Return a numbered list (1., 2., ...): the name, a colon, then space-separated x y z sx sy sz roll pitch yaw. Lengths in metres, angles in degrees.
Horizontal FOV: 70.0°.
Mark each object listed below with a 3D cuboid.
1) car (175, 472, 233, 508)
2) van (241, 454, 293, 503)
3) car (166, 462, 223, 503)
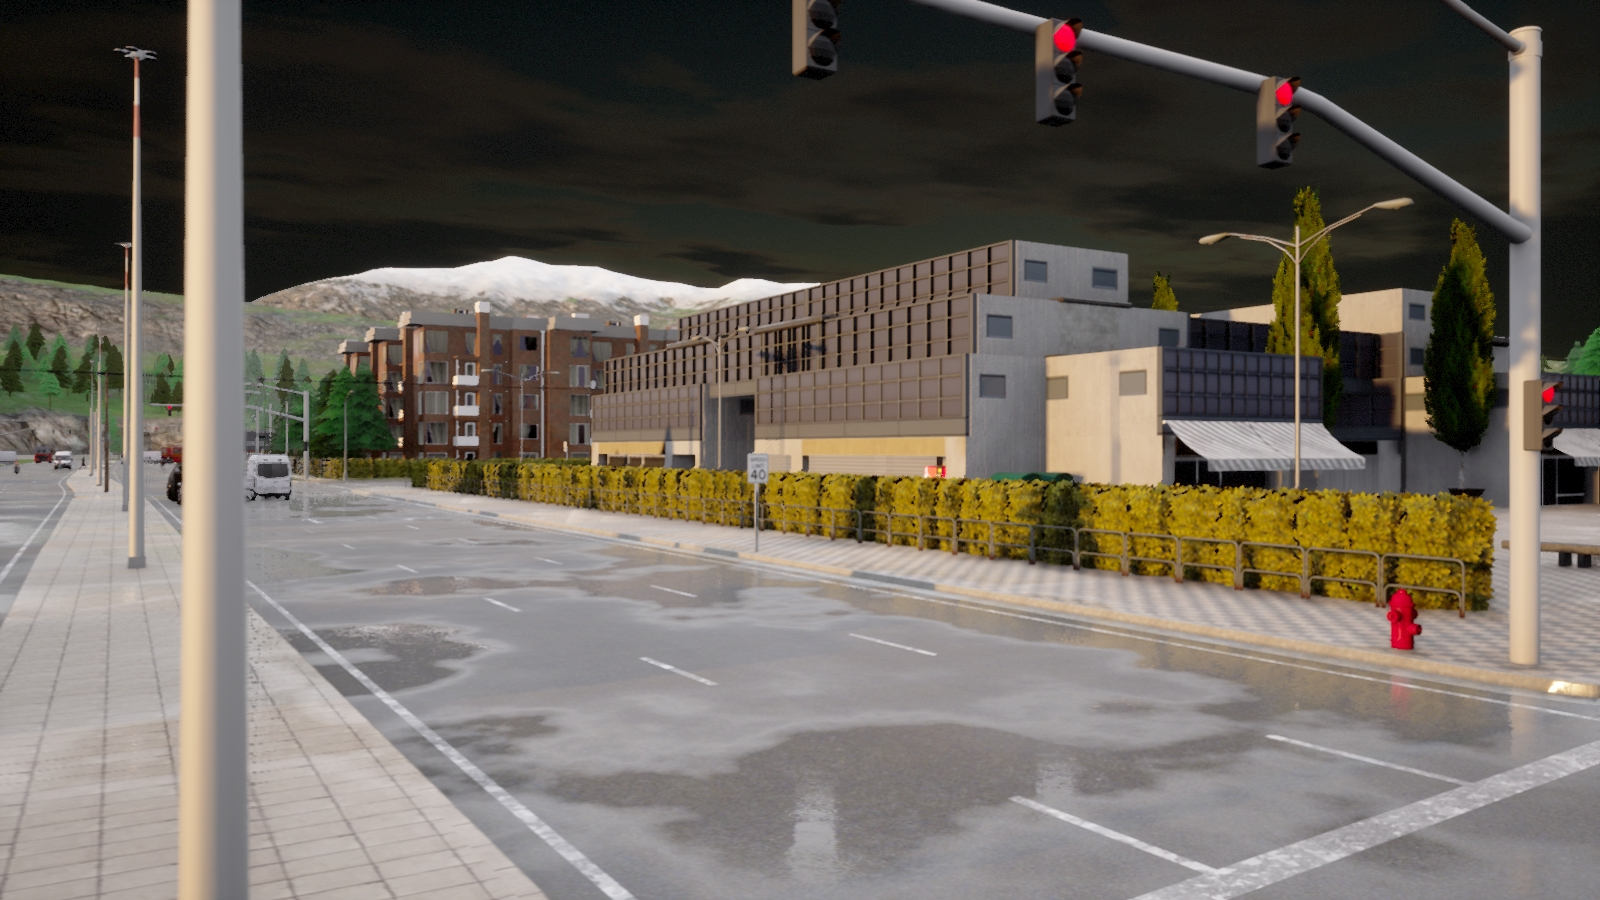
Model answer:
1. car: -30.021 1.966 57.489 2.242 1.667 4.611 0 0 -31
2. van: -29.880 1.535 63.952 1.988 2.561 5.915 0 0 -32
3. car: -33.702 1.752 63.509 2.390 2.098 6.274 0 0 -31
